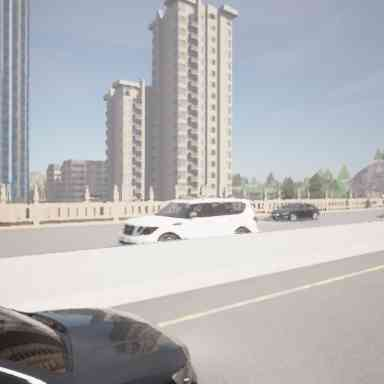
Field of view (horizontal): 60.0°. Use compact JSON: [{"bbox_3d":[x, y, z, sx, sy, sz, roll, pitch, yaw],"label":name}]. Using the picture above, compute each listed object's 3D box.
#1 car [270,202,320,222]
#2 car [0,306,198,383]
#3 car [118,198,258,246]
[{"bbox_3d":[8.509,1.600,27.261,4.892,1.490,1.837,0,0,-35],"label":"car"},{"bbox_3d":[-2.187,1.502,2.187,4.892,1.490,1.837,0,0,-36],"label":"car"},{"bbox_3d":[0.061,1.249,12.636,5.566,2.045,2.150,0,0,-36],"label":"car"}]
